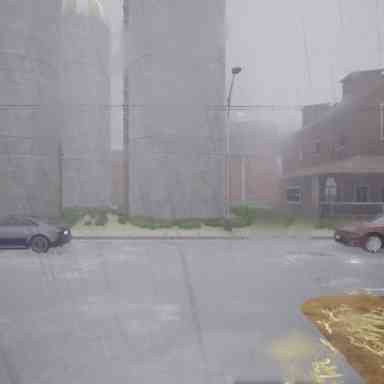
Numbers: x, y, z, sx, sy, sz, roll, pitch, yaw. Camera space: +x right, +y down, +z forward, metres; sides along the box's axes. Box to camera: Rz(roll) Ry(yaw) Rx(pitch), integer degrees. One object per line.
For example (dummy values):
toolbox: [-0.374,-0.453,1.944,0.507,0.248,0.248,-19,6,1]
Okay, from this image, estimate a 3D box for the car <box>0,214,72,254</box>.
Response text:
car: [-6.920,1.563,13.005,4.181,1.385,1.994,0,0,0]

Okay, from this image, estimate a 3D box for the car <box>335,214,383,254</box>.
car: [8.215,1.477,13.002,5.008,1.535,1.882,0,0,0]
